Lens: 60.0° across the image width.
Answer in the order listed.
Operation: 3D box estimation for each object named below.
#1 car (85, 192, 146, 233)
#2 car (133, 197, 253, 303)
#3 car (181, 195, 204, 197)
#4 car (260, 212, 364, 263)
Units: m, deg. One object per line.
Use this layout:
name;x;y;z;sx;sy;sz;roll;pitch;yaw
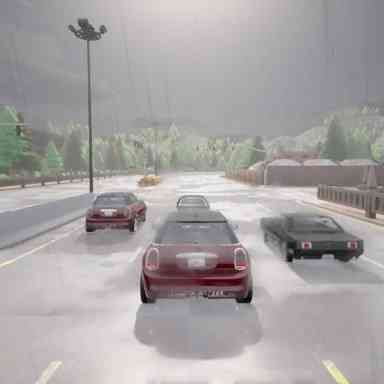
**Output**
car;-3.456;0.770;15.856;2.097;1.767;4.553;0;4;0
car;0.077;1.191;8.013;2.097;1.767;4.553;0;2;0
car;0.036;0.857;17.395;2.033;1.411;5.357;0;4;0
car;3.568;1.313;10.930;1.895;1.301;4.718;0;3;0
